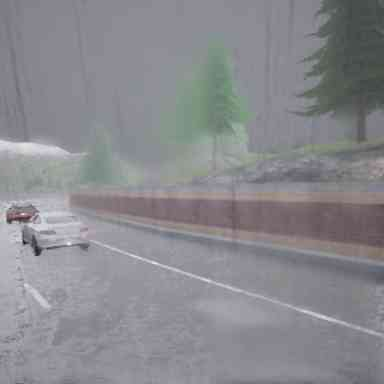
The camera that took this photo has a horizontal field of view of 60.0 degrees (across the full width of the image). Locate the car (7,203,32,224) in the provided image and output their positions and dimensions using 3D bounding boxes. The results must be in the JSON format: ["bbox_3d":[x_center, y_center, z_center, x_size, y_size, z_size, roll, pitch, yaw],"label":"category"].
[{"bbox_3d":[-12.366,1.466,24.295,1.994,1.385,4.181,-1,1,-28],"label":"car"}]

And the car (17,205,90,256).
[{"bbox_3d":[-5.397,1.451,12.975,1.812,1.442,4.674,-1,1,-34],"label":"car"}]
